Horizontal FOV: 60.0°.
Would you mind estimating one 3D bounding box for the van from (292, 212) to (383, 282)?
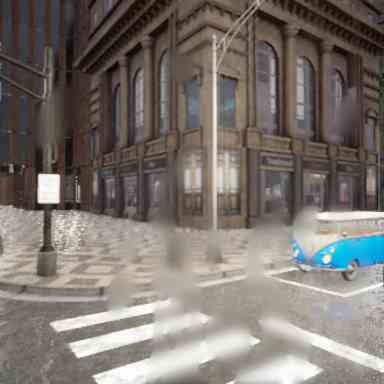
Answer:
[{"bbox_3d":[4.733,1.502,10.026,3.998,1.788,1.690,1,-1,-35],"label":"van"}]

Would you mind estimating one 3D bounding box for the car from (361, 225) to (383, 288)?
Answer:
[{"bbox_3d":[6.441,1.610,7.967,4.902,1.511,2.128,1,-1,-35],"label":"car"}]
